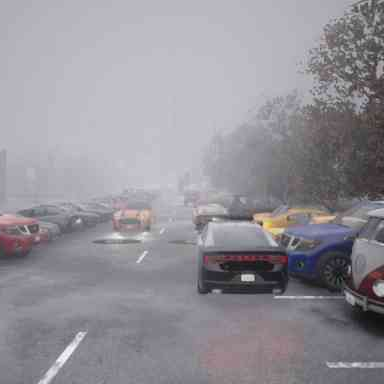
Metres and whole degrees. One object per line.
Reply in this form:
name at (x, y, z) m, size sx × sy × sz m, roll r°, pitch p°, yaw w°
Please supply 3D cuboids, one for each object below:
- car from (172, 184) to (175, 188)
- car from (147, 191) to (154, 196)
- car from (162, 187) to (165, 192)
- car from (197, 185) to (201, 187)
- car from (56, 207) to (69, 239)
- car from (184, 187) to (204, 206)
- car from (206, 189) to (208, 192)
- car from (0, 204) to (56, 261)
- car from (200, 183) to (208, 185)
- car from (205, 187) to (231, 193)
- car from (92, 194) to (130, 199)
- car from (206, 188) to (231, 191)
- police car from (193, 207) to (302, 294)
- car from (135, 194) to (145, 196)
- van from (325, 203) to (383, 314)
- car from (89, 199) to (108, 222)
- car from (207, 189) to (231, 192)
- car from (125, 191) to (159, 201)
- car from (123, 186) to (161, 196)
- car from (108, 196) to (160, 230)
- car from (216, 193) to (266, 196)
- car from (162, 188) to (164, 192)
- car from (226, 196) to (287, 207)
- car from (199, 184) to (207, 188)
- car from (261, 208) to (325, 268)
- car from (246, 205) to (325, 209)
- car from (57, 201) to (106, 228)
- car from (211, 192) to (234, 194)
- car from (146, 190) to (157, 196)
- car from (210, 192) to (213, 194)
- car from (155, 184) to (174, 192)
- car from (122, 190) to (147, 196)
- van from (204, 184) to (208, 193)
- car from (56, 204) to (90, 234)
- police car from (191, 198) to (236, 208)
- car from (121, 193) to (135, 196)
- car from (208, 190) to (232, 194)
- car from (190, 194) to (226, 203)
car at (-8.156, -0.838, 93.969) m, size 5.008 × 1.535 × 2.097 m, roll 0°, pitch 3°, yaw 0°
car at (-7.989, 1.006, 44.698) m, size 4.792 × 1.488 × 2.163 m, roll 0°, pitch 2°, yaw 0°
car at (-7.959, 0.265, 61.393) m, size 4.792 × 1.488 × 2.163 m, roll 0°, pitch 3°, yaw 0°
car at (0.107, 0.242, 58.669) m, size 2.097 × 1.767 × 4.553 m, roll 0°, pitch 3°, yaw 0°
car at (-8.017, 1.521, 14.038) m, size 4.674 × 1.452 × 2.002 m, roll 0°, pitch 0°, yaw 0°
car at (0.094, 0.704, 44.985) m, size 2.150 × 2.045 × 5.566 m, roll 0°, pitch 2°, yaw 1°
car at (5.164, 0.669, 53.092) m, size 4.792 × 1.488 × 2.163 m, roll 0°, pitch 3°, yaw 0°
car at (-7.991, 1.230, 11.255) m, size 5.566 × 2.045 × 2.435 m, roll 0°, pitch 0°, yaw 0°
car at (4.947, -0.812, 91.302) m, size 4.553 × 1.767 × 2.185 m, roll 0°, pitch 3°, yaw 0°
car at (5.148, 0.405, 58.783) m, size 4.674 × 1.452 × 2.002 m, roll 0°, pitch 3°, yaw 0°
car at (-7.958, 1.253, 27.975) m, size 4.553 × 1.767 × 2.185 m, roll 0°, pitch 1°, yaw 0°
car at (5.144, 0.543, 56.001) m, size 4.674 × 1.452 × 2.002 m, roll 0°, pitch 3°, yaw 0°
police car at (1.066, 1.426, 8.908) m, size 1.930 × 1.638 × 5.238 m, roll 0°, pitch 0°, yaw 0°
car at (-8.004, 1.246, 36.331) m, size 4.792 × 1.488 × 2.163 m, roll 0°, pitch 1°, yaw 0°
van at (4.934, 1.255, 5.701) m, size 4.442 × 1.987 × 1.878 m, roll 0°, pitch 0°, yaw 0°
car at (-7.992, 1.456, 25.190) m, size 4.674 × 1.452 × 2.002 m, roll 0°, pitch 0°, yaw 0°
car at (5.316, 0.758, 50.301) m, size 5.366 × 1.575 × 1.946 m, roll 0°, pitch 2°, yaw 0°
car at (-7.950, 0.642, 53.053) m, size 5.008 × 1.535 × 2.097 m, roll 0°, pitch 2°, yaw 0°
car at (-7.921, 0.512, 50.251) m, size 5.566 × 2.045 × 2.435 m, roll 0°, pitch 2°, yaw 0°
car at (-3.462, 1.330, 20.632) m, size 2.097 × 1.767 × 4.553 m, roll 0°, pitch 0°, yaw 0°
car at (5.099, 1.216, 36.358) m, size 4.892 × 1.521 × 2.231 m, roll 0°, pitch 2°, yaw 0°
car at (-7.905, 0.404, 58.613) m, size 4.792 × 1.488 × 2.163 m, roll 0°, pitch 3°, yaw 0°
car at (4.905, 1.373, 28.125) m, size 5.366 × 1.575 × 1.946 m, roll 0°, pitch 1°, yaw 0°
car at (4.908, -0.529, 88.542) m, size 5.008 × 1.535 × 2.097 m, roll 0°, pitch 3°, yaw 0°
car at (5.246, 1.478, 11.271) m, size 5.366 × 1.575 × 1.946 m, roll 0°, pitch 0°, yaw 0°
car at (5.060, 1.481, 14.180) m, size 5.008 × 1.535 × 2.097 m, roll 0°, pitch 0°, yaw 0°
car at (-8.010, 1.465, 19.611) m, size 5.008 × 1.535 × 2.097 m, roll 0°, pitch 0°, yaw 0°
car at (5.105, 1.140, 39.275) m, size 5.008 × 1.535 × 2.097 m, roll 0°, pitch 2°, yaw 0°
car at (-7.961, 0.876, 47.474) m, size 4.892 × 1.521 × 2.231 m, roll 0°, pitch 2°, yaw 0°
car at (5.111, 1.059, 42.064) m, size 5.008 × 1.535 × 2.097 m, roll 0°, pitch 2°, yaw 0°
car at (-8.193, -0.650, 91.199) m, size 4.792 × 1.488 × 2.163 m, roll 0°, pitch 3°, yaw 0°
car at (-8.001, 1.020, 39.114) m, size 4.553 × 1.767 × 2.185 m, roll 0°, pitch 2°, yaw 0°
van at (5.024, 0.008, 61.440) m, size 4.442 × 1.987 × 1.878 m, roll -1°, pitch 3°, yaw 0°
car at (-8.039, 1.507, 16.824) m, size 4.792 × 1.488 × 2.163 m, roll 0°, pitch 0°, yaw 0°
police car at (1.084, 1.414, 18.905) m, size 1.930 × 1.638 × 5.238 m, roll 0°, pitch 0°, yaw 0°
car at (-7.953, 1.209, 30.754) m, size 4.553 × 1.767 × 2.185 m, roll 0°, pitch 1°, yaw 0°
car at (5.311, 0.870, 47.507) m, size 5.366 × 1.575 × 1.946 m, roll 0°, pitch 2°, yaw 0°
car at (1.094, 1.290, 24.761) m, size 2.097 × 1.767 × 4.553 m, roll 0°, pitch 1°, yaw 0°
